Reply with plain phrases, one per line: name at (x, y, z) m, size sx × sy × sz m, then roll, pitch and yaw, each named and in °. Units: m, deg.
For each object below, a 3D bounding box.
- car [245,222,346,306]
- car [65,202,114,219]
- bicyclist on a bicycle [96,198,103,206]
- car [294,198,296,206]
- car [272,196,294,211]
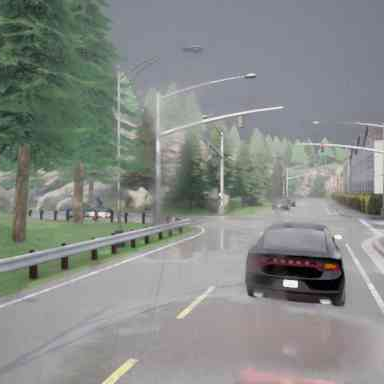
car at (2.621, 1.477, 8.224) m, size 1.882 × 1.535 × 5.008 m, roll 0°, pitch 0°, yaw 21°
car at (-8.810, 1.579, 28.613) m, size 4.181 × 1.385 × 1.994 m, roll 0°, pitch 0°, yaw 20°
bicyclist on a bicycle at (-10.205, 1.416, 36.637) m, size 0.582 × 1.620 × 1.656 m, roll -2°, pitch 5°, yaw 20°
car at (14.616, 1.351, 50.718) m, size 2.097 × 1.767 × 4.553 m, roll 0°, pitch 0°, yaw 21°
car at (11.165, 1.491, 41.555) m, size 2.128 × 1.511 × 4.902 m, roll 0°, pitch 0°, yaw 21°
